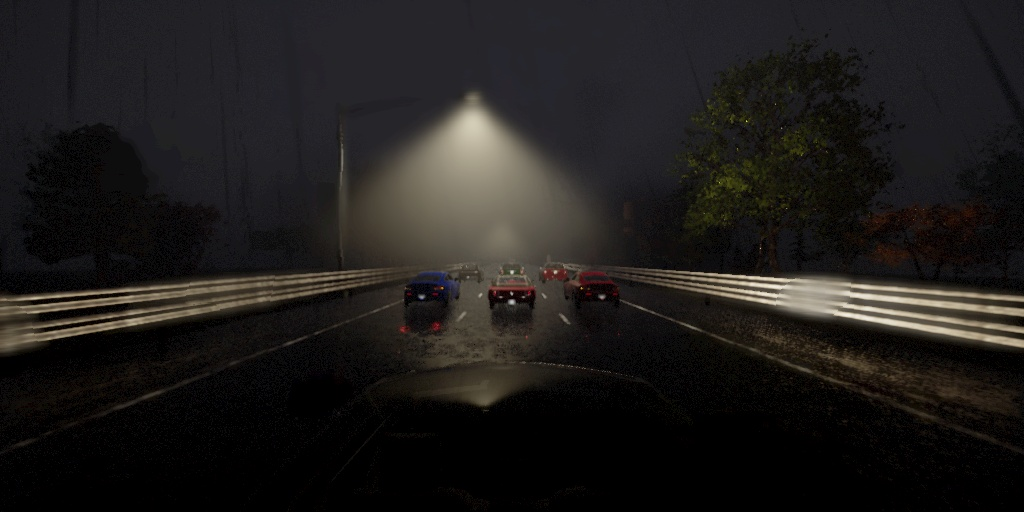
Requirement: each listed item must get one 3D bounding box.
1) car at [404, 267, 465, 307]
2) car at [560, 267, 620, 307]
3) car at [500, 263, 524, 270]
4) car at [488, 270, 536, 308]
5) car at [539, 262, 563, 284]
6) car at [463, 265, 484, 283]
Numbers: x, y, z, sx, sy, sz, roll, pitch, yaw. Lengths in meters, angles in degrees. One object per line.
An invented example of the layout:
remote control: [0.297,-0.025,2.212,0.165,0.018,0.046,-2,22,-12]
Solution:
car: [-3.498,1.412,16.230,1.812,1.442,4.674,0,0,0]
car: [3.501,1.412,16.228,1.812,1.442,4.674,0,0,0]
car: [-0.004,1.377,30.911,2.097,1.767,4.553,0,-1,0]
car: [-0.001,1.484,15.944,1.895,1.301,4.718,0,-1,0]
car: [3.495,1.377,30.913,2.097,1.767,4.553,0,-1,0]
car: [-3.503,1.522,31.144,2.128,1.511,4.902,0,0,0]
